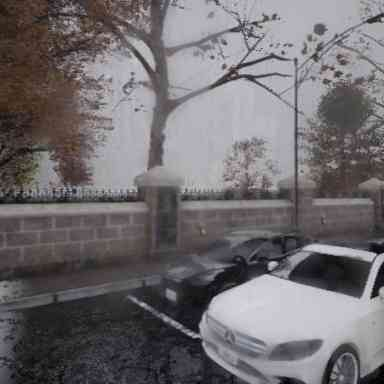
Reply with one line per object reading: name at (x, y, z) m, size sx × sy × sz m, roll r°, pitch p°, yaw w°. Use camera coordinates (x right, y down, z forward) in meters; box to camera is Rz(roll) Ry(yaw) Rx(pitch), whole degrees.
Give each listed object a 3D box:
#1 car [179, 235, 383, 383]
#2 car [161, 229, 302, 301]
car at (2.289, 1.528, 5.009) m, size 4.674 × 1.442 × 1.812 m, roll 0°, pitch 0°, yaw -35°
car at (1.388, 1.568, 7.545) m, size 4.313 × 1.339 × 1.947 m, roll 0°, pitch 0°, yaw -35°
